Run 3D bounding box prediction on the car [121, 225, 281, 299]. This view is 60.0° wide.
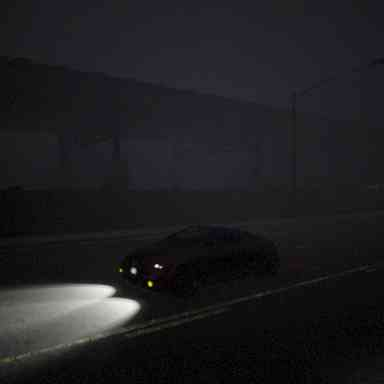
[{"bbox_3d":[0.333,1.563,8.531,4.181,1.385,1.994,0,0,-36],"label":"car"}]
